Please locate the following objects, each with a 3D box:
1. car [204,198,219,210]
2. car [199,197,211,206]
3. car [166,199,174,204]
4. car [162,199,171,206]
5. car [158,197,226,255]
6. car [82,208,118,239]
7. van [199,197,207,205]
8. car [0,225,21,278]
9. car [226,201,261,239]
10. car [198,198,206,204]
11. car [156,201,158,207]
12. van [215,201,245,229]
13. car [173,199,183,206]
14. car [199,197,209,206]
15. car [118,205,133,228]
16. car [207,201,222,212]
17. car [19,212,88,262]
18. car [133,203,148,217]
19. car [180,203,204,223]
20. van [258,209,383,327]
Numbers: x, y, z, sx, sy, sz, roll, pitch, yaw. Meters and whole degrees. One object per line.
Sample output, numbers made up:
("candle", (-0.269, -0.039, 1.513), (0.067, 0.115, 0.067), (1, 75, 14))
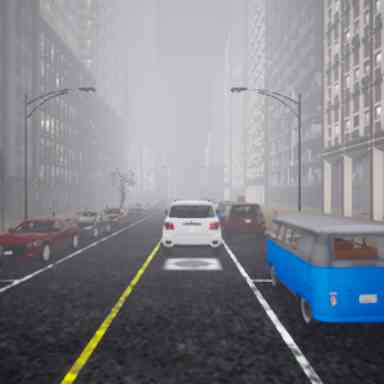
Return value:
("car", (3.105, 1.881, 54.136), (2.097, 1.767, 4.553), (0, -1, 0))
("car", (2.669, 1.992, 69.435), (2.192, 1.841, 5.009), (-1, -1, 0))
("car", (-5.712, 2.407, 86.481), (1.947, 1.339, 4.313), (-1, -1, 0))
("car", (-5.710, 2.255, 74.945), (1.752, 1.417, 4.829), (-1, -1, 0))
("car", (-0.001, 1.355, 14.022), (2.150, 2.045, 5.566), (0, 0, 0))
("car", (-5.701, 1.730, 18.281), (2.008, 1.369, 4.403), (-1, -1, 0))
("van", (2.668, 2.128, 80.802), (1.690, 1.788, 3.998), (-1, -1, 0))
("car", (-5.698, 1.634, 6.914), (1.947, 1.339, 4.313), (-1, -1, 0))
("car", (2.678, 1.495, 18.284), (2.192, 1.841, 5.009), (-1, -1, 0))
("car", (2.668, 2.281, 86.484), (1.967, 1.590, 4.097), (-1, -1, 0))
("car", (-5.709, 2.062, 63.749), (1.967, 1.590, 4.097), (-1, -1, 0))
("van", (2.677, 1.577, 23.968), (1.690, 1.788, 3.998), (-1, -1, 0))
("car", (-3.012, 2.196, 71.623), (1.837, 1.490, 4.892), (0, -1, 0))
("car", (2.668, 2.047, 75.119), (2.192, 1.841, 5.009), (-1, -1, 0))
("car", (-5.701, 1.817, 23.964), (1.802, 1.307, 4.206), (-1, -1, 0))
("car", (3.141, 1.987, 47.164), (1.812, 1.442, 4.674), (0, -1, 0))
("car", (-5.699, 1.669, 12.597), (1.887, 1.381, 4.507), (-1, -1, 0))
("car", (-5.704, 1.897, 35.331), (2.008, 1.369, 4.403), (-1, -1, 0))
("car", (0.002, 1.767, 29.459), (1.882, 1.535, 5.008), (0, 0, 0))
("van", (2.680, 1.410, 6.917), (1.690, 1.788, 3.998), (-1, -1, 0))
